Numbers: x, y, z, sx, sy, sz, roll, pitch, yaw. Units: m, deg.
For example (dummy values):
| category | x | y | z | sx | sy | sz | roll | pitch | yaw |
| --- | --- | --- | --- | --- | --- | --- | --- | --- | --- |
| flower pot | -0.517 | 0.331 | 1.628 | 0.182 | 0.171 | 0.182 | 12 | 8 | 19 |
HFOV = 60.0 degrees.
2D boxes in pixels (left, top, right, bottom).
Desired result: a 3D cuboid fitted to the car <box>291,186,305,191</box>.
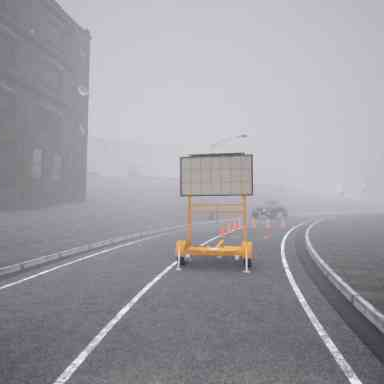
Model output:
| category | x | y | z | sx | sy | sz | roll | pitch | yaw |
| --- | --- | --- | --- | --- | --- | --- | --- | --- | --- |
| car | 24.039 | -0.559 | 79.825 | 4.892 | 1.521 | 2.231 | 4 | -6 | -40 |

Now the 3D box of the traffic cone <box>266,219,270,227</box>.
| category | x | y | z | sx | sy | sz | roll | pitch | yaw |
| --- | --- | --- | --- | --- | --- | --- | --- | --- | --- |
| traffic cone | 5.297 | 2.166 | 23.161 | 0.340 | 0.580 | 0.340 | -2 | -1 | 17 |

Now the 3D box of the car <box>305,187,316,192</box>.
| category | x | y | z | sx | sy | sz | roll | pitch | yaw |
| --- | --- | --- | --- | --- | --- | --- | --- | --- | --- |
| car | 28.266 | -0.375 | 83.550 | 4.553 | 1.767 | 2.185 | 4 | -6 | -41 |

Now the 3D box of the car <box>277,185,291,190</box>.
| category | x | y | z | sx | sy | sz | roll | pitch | yaw |
| --- | --- | --- | --- | --- | --- | --- | --- | --- | --- |
| car | 19.893 | -0.794 | 76.339 | 4.674 | 1.452 | 2.002 | 4 | -6 | -39 |

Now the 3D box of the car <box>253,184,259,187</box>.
| category | x | y | z | sx | sy | sz | roll | pitch | yaw |
| --- | --- | --- | --- | --- | --- | --- | --- | --- | --- |
| car | 11.071 | -1.500 | 69.397 | 4.553 | 1.767 | 2.185 | 3 | -6 | -36 |

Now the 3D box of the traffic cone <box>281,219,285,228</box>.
| category | x | y | z | sx | sy | sz | roll | pitch | yaw |
| --- | --- | --- | --- | --- | --- | --- | --- | --- | --- |
| traffic cone | 6.251 | 2.136 | 22.871 | 0.340 | 0.580 | 0.340 | -2 | -1 | 17 |

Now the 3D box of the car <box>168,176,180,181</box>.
| category | x | y | z | sx | sy | sz | roll | pitch | yaw |
| --- | --- | --- | --- | --- | --- | --- | --- | --- | --- |
| car | -2.506 | -2.113 | 59.832 | 4.892 | 1.521 | 2.231 | 3 | -5 | -33 |

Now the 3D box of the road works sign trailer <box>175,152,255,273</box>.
| category | x | y | z | sx | sy | sz | roll | pitch | yaw |
| --- | --- | --- | --- | --- | --- | --- | --- | --- | --- |
| road works sign trailer | 0.840 | 0.530 | 11.043 | 2.380 | 3.560 | 2.880 | -1 | -1 | 12 |

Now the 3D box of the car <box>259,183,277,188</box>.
| category | x | y | z | sx | sy | sz | roll | pitch | yaw |
| --- | --- | --- | --- | --- | --- | --- | --- | --- | --- |
| car | 15.597 | -1.073 | 72.885 | 4.792 | 1.488 | 2.163 | 3 | -6 | -38 |

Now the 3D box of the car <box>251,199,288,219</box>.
| category | x | y | z | sx | sy | sz | roll | pitch | yaw |
| --- | --- | --- | --- | --- | --- | --- | --- | --- | --- |
| car | 8.254 | 1.747 | 34.846 | 2.150 | 2.045 | 5.566 | -3 | -3 | 37 |

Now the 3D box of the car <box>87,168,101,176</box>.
| category | x | y | z | sx | sy | sz | roll | pitch | yaw |
| --- | --- | --- | --- | --- | --- | --- | --- | --- | --- |
| car | -16.334 | -2.839 | 50.930 | 4.553 | 1.767 | 2.185 | 2 | -5 | -33 |

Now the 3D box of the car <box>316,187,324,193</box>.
| category | x | y | z | sx | sy | sz | roll | pitch | yaw |
| --- | --- | --- | --- | --- | --- | --- | --- | --- | --- |
| car | 32.406 | -0.164 | 87.332 | 5.566 | 2.045 | 2.435 | 5 | -6 | -42 |

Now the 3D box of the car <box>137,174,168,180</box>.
| category | x | y | z | sx | sy | sz | roll | pitch | yaw |
| --- | --- | --- | --- | --- | --- | --- | --- | --- | --- |
| car | -7.139 | -2.323 | 56.840 | 4.892 | 1.521 | 2.231 | 2 | -5 | -33 |
